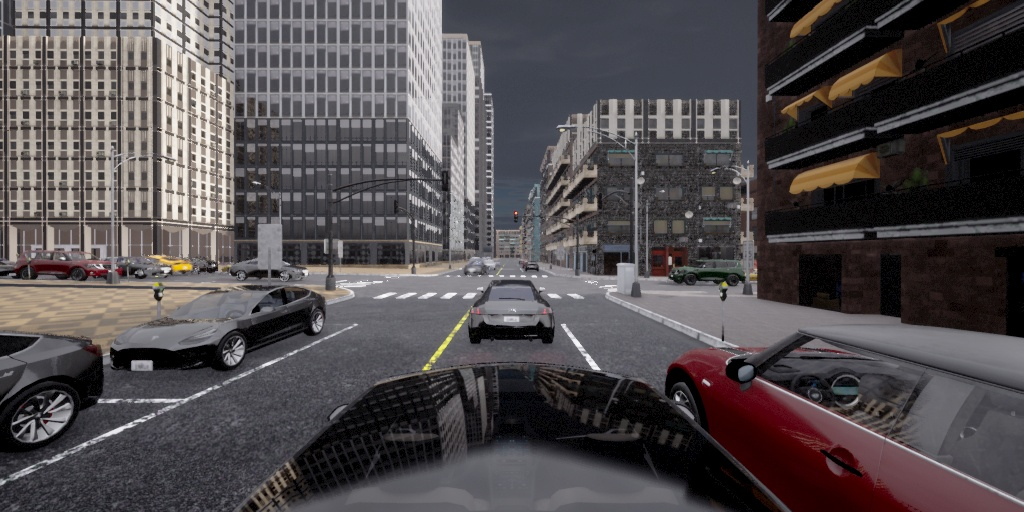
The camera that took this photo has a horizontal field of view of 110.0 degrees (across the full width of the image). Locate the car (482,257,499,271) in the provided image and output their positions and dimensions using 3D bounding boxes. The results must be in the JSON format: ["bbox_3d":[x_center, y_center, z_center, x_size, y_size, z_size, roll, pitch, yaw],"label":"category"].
[{"bbox_3d":[-3.232,1.281,50.873,1.812,1.442,4.674,0,1,0],"label":"car"}]

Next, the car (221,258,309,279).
[{"bbox_3d":[-16.791,0.959,24.954,4.902,1.511,2.128,1,0,-1],"label":"car"}]

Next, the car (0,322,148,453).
[{"bbox_3d":[-5.688,1.316,2.455,1.948,1.339,4.313,0,0,0],"label":"car"}]

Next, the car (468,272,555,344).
[{"bbox_3d":[-0.017,1.314,9.634,1.994,1.385,4.181,0,0,0],"label":"car"}]

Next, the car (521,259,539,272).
[{"bbox_3d":[2.566,1.319,47.369,1.948,1.339,4.313,0,0,0],"label":"car"}]

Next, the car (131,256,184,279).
[{"bbox_3d":[-26.364,0.780,24.816,4.902,1.511,2.128,1,0,-1],"label":"car"}]

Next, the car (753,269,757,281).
[{"bbox_3d":[21.286,1.698,31.278,4.829,1.417,1.751,0,0,-1],"label":"car"}]

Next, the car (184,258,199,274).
[{"bbox_3d":[-27.986,0.727,27.981,5.008,1.535,1.882,1,0,-1],"label":"car"}]

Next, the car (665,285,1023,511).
[{"bbox_3d":[2.692,1.190,2.479,1.967,1.591,4.097,0,0,0],"label":"car"}]

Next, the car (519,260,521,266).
[{"bbox_3d":[2.538,1.301,57.336,1.888,1.381,4.507,0,0,0],"label":"car"}]

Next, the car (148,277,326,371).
[{"bbox_3d":[-5.703,1.315,7.701,1.948,1.339,4.313,0,0,0],"label":"car"}]

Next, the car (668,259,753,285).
[{"bbox_3d":[15.509,1.290,28.602,5.566,2.045,2.150,1,0,-1],"label":"car"}]

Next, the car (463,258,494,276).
[{"bbox_3d":[-3.567,1.237,36.423,2.128,1.511,4.902,0,0,6],"label":"car"}]

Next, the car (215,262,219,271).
[{"bbox_3d":[-22.122,0.880,30.753,4.829,1.417,1.751,0,0,-1],"label":"car"}]

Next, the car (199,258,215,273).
[{"bbox_3d":[-27.566,0.815,30.589,4.313,1.339,1.948,0,0,-1],"label":"car"}]

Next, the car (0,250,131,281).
[{"bbox_3d":[-27.440,0.590,22.208,5.009,1.841,2.192,0,0,-1],"label":"car"}]
